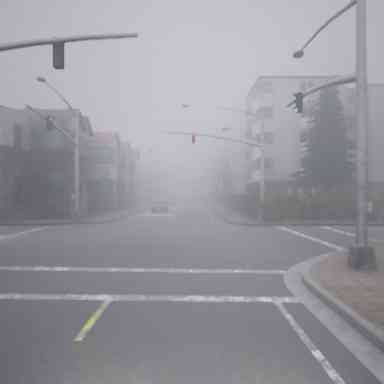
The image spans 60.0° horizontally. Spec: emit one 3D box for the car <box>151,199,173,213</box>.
[{"bbox_3d":[-3.588,1.629,38.149,1.837,1.490,4.892,0,0,0],"label":"car"}]

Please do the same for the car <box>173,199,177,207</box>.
[{"bbox_3d":[-3.502,1.800,57.003,1.895,1.301,4.718,0,0,0],"label":"car"}]
